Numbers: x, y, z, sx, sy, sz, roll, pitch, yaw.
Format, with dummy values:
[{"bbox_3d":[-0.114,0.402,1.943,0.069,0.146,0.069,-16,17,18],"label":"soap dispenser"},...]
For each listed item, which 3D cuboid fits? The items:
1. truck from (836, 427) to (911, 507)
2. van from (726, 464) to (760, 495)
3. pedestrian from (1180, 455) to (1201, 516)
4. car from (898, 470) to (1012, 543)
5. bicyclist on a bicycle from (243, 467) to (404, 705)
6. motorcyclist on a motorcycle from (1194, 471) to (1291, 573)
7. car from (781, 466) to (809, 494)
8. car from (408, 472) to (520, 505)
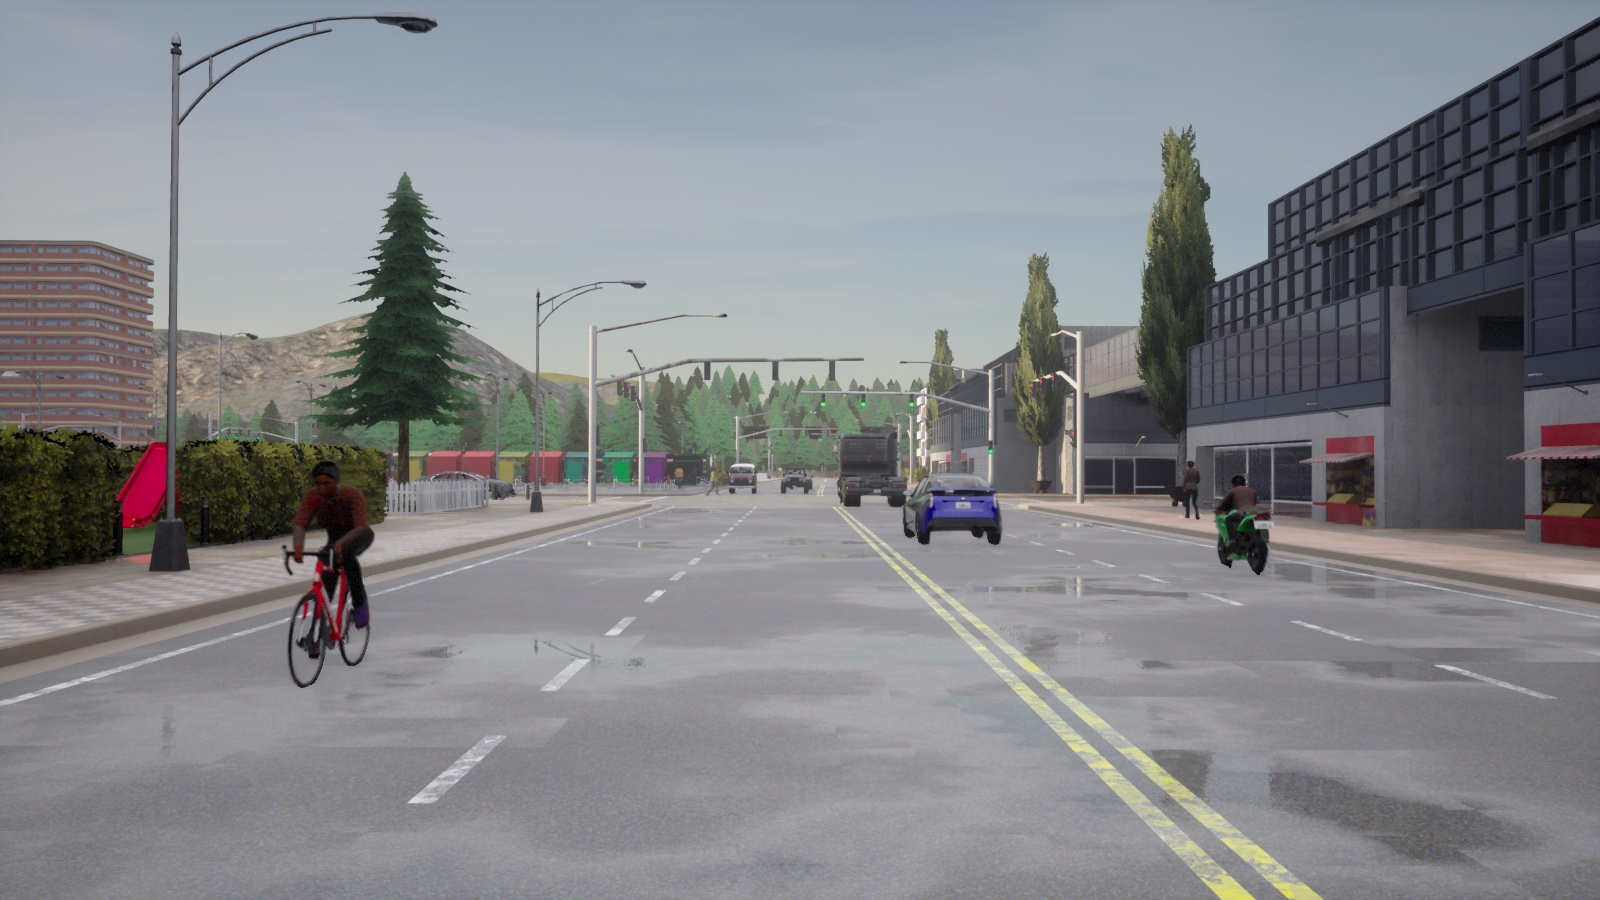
[{"bbox_3d":[3.292,0.796,58.319,2.891,3.462,7.936,0,-1,-1],"label":"truck"},{"bbox_3d":[-3.865,1.979,85.440,2.069,2.038,4.480,0,0,1],"label":"van"},{"bbox_3d":[11.748,1.059,37.778,0.328,1.805,0.869,0,-1,0],"label":"pedestrian"},{"bbox_3d":[3.429,1.226,28.578,2.007,1.525,4.514,0,-1,0],"label":"car"},{"bbox_3d":[-3.524,0.939,9.420,0.582,1.620,1.656,0,-1,0],"label":"bicyclist on a bicycle"},{"bbox_3d":[6.951,1.101,19.834,0.797,1.523,2.044,0,-1,0],"label":"motorcyclist on a motorcycle"},{"bbox_3d":[-0.334,2.079,87.593,1.905,1.878,3.866,0,-1,1],"label":"car"},{"bbox_3d":[-16.275,1.858,61.007,4.902,1.511,2.128,0,-1,0],"label":"car"}]
